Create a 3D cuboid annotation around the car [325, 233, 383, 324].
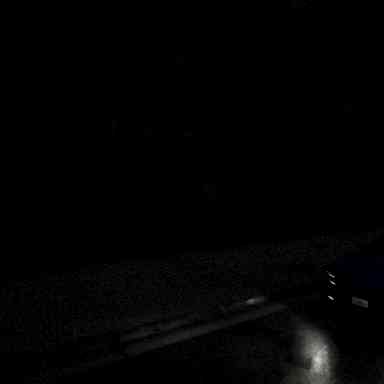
[{"bbox_3d":[4.706,1.479,6.743,5.008,1.535,1.882,0,0,-36],"label":"car"}]
